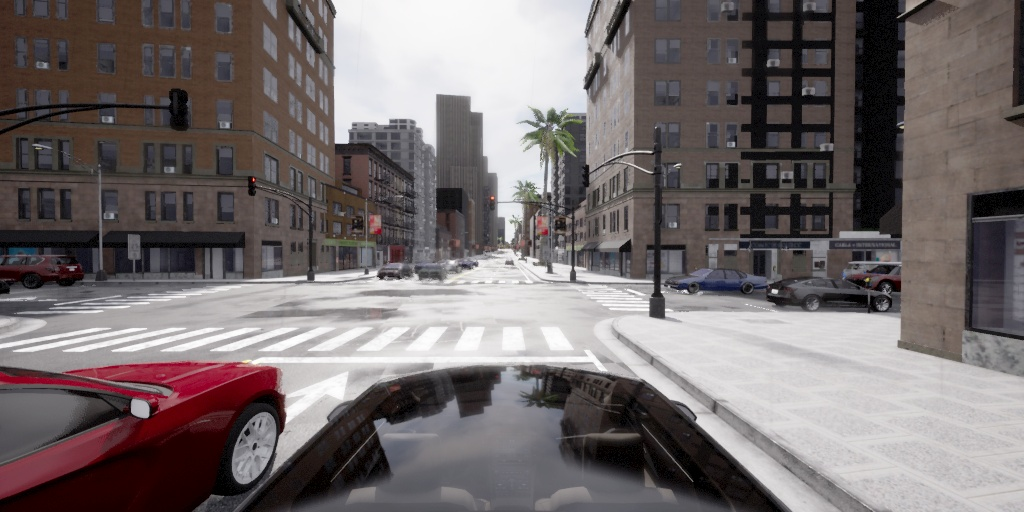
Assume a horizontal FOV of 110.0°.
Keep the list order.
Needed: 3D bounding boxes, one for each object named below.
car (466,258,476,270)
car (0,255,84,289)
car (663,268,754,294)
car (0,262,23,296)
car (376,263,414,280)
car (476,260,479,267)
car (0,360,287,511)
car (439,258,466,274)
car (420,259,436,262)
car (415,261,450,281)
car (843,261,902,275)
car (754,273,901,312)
[{"bbox_3d":[-6.969,1.083,53.139,2.097,1.767,4.553,0,0,-1],"label":"car"},{"bbox_3d":[-27.278,0.837,19.927,5.009,1.841,2.192,0,0,-9],"label":"car"},{"bbox_3d":[11.707,1.400,20.673,5.357,1.411,2.033,0,1,0],"label":"car"},{"bbox_3d":[-24.033,1.127,14.593,4.892,1.490,1.837,1,1,-9],"label":"car"},{"bbox_3d":[-10.064,1.291,31.380,2.033,1.411,5.357,0,0,0],"label":"car"},{"bbox_3d":[-7.009,1.317,63.633,1.895,1.301,4.718,0,0,0],"label":"car"},{"bbox_3d":[-3.144,1.228,1.490,1.882,1.535,5.008,0,0,1],"label":"car"},{"bbox_3d":[-6.886,1.233,41.031,2.128,1.511,4.902,0,0,0],"label":"car"},{"bbox_3d":[-10.154,1.091,43.077,2.097,1.767,4.553,0,0,0],"label":"car"},{"bbox_3d":[-6.515,1.344,29.614,1.895,1.301,4.718,0,0,-5],"label":"car"},{"bbox_3d":[21.962,1.285,20.683,4.553,1.767,2.097,0,1,0],"label":"car"},{"bbox_3d":[12.864,1.513,14.727,4.313,1.339,1.948,0,0,0],"label":"car"}]
